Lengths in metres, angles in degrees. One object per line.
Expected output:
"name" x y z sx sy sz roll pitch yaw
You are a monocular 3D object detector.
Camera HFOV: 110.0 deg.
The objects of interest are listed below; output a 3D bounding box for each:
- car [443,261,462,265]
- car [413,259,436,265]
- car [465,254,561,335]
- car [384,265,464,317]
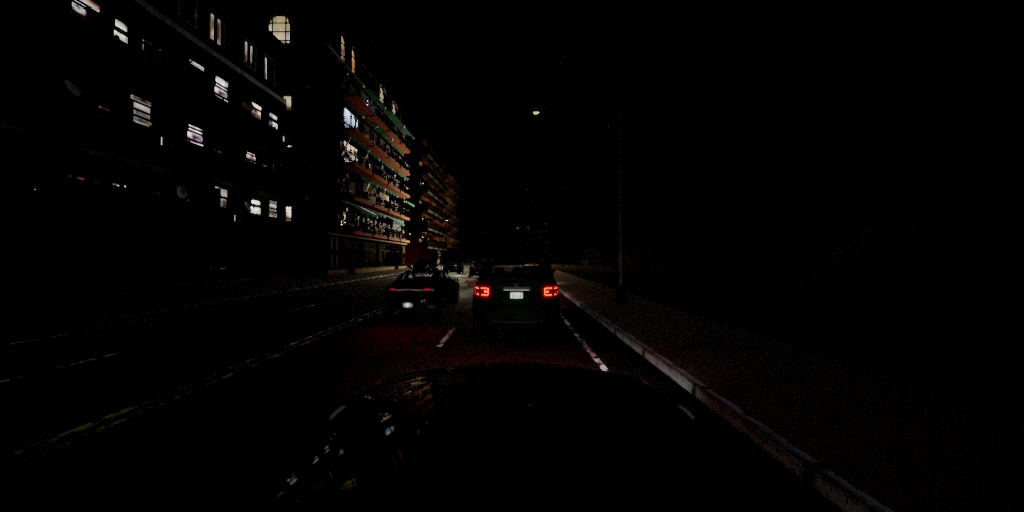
"car" -6.498 1.277 39.537 1.812 1.442 4.674 0 0 0
"car" -9.747 1.104 39.723 2.097 1.767 4.553 0 0 0
"car" 0.118 0.973 10.673 2.150 2.045 5.566 0 0 0
"car" -3.121 1.243 13.179 2.128 1.511 4.902 0 0 0
